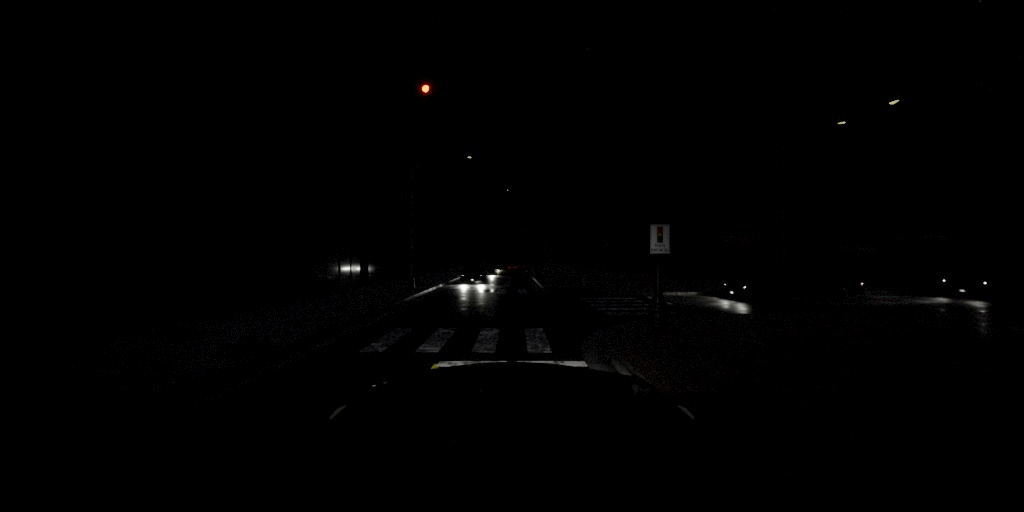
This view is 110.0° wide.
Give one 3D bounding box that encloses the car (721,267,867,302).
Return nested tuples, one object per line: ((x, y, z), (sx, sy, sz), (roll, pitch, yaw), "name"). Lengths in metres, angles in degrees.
((12.423, 1.219, 15.945), (5.357, 1.411, 2.033), (0, 0, 0), "car")

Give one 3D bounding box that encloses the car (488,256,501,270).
((-2.854, 1.007, 55.511), (2.150, 2.045, 5.566), (0, 0, 0), "car")

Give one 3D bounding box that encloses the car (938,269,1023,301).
((22.263, 1.220, 15.982), (4.718, 1.301, 1.895), (0, 0, 0), "car")

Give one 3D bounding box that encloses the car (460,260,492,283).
((-2.883, 1.303, 28.056), (2.033, 1.411, 5.357), (0, 0, -1), "car")

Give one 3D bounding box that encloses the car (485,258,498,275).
((-2.875, 1.268, 39.618), (1.837, 1.490, 4.892), (0, 0, 0), "car")
